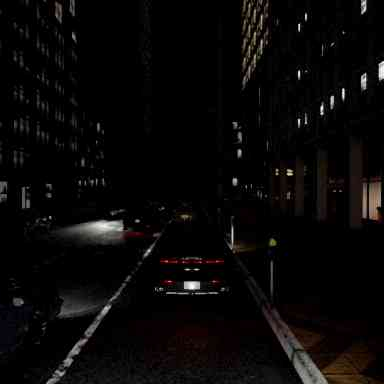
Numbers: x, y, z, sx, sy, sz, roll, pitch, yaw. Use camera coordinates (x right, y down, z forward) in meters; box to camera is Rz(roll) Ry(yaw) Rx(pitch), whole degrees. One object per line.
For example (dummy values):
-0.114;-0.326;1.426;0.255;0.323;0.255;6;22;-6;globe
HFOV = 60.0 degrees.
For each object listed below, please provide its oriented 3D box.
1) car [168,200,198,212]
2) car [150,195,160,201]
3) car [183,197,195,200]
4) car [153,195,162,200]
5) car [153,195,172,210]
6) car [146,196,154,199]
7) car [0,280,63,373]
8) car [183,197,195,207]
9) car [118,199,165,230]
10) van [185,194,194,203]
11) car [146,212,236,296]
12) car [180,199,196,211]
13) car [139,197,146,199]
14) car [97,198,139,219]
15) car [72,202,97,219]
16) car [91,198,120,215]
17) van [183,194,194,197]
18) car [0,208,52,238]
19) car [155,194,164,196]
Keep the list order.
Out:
-0.457;1.518;23.180;1.752;1.417;4.829;0;0;0;car
-8.836;1.483;79.997;1.802;1.307;4.206;0;0;0;car
-0.457;1.533;34.409;2.008;1.369;4.403;0;0;0;car
-8.836;1.438;85.694;2.008;1.369;4.403;0;0;0;car
-3.146;1.482;38.531;1.837;1.490;4.892;0;0;0;car
-8.837;1.517;62.901;1.802;1.307;4.206;0;0;0;car
-3.044;1.547;3.027;2.033;1.411;5.357;0;0;0;car
-0.456;1.501;51.503;1.887;1.381;4.507;0;0;0;car
-3.044;1.471;21.013;1.882;1.535;5.008;0;0;0;car
-0.456;1.266;68.597;1.690;1.788;3.998;0;0;0;van
0.000;1.502;8.650;1.837;1.490;4.892;0;0;0;car
-0.456;1.557;40.107;1.802;1.307;4.206;0;0;0;car
-8.837;1.523;51.504;1.947;1.339;4.313;0;0;0;car
-6.245;1.479;28.671;2.128;1.511;4.902;0;0;0;car
-8.838;1.513;28.540;1.752;1.417;4.829;0;0;0;car
-8.838;1.422;34.411;1.967;1.590;4.097;0;0;0;car
-0.457;1.307;45.805;1.690;1.788;3.998;0;0;0;van
-8.838;1.546;17.314;2.008;1.369;4.403;0;0;0;car
-6.145;1.477;69.057;1.994;1.385;4.181;0;0;0;car
